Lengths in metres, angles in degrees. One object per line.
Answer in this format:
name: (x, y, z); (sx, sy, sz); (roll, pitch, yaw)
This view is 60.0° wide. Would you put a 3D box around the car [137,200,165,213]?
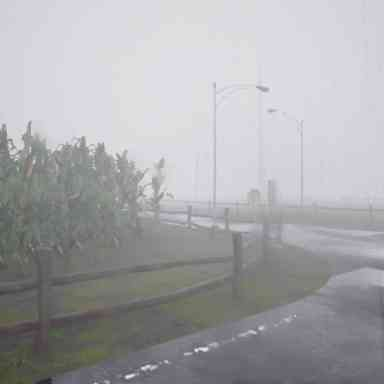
car: (-4.786, 1.479, 35.228); (1.895, 1.301, 4.718); (0, 0, -36)
